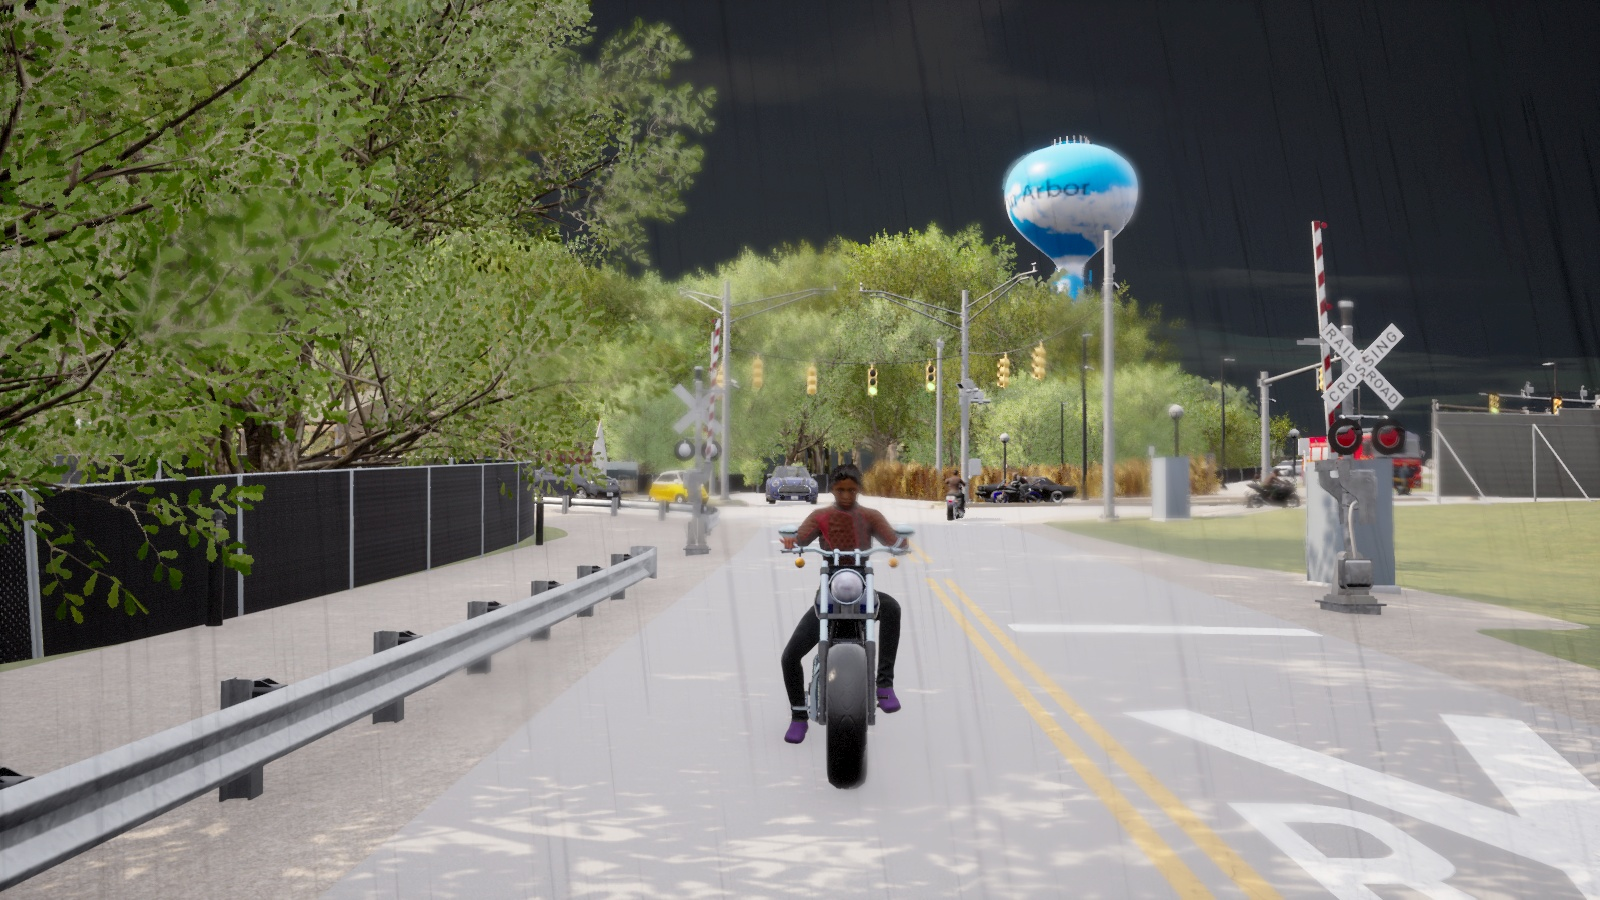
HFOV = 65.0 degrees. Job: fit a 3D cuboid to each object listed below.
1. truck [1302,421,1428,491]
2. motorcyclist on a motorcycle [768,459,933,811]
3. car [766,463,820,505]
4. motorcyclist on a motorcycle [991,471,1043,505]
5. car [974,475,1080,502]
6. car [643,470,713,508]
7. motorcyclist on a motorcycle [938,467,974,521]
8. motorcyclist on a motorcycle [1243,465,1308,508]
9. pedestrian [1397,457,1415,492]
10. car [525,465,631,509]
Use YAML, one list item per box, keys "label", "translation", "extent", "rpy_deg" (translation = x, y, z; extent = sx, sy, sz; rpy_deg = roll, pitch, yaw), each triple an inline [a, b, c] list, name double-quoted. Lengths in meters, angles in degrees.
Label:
- label: "truck"
  translation: [32.609, 0.409, 72.905]
  extent: [2.891, 3.827, 8.468]
  rpy_deg: [0, -1, -5]
- label: "motorcyclist on a motorcycle"
  translation: [0.270, 0.884, 7.085]
  extent: [0.766, 1.649, 2.350]
  rpy_deg: [0, -1, 2]
- label: "car"
  translation: [-0.368, 1.471, 55.251]
  extent: [2.097, 1.767, 4.553]
  rpy_deg: [0, -1, -4]
- label: "motorcyclist on a motorcycle"
  translation: [9.860, 1.730, 57.018]
  extent: [2.191, 1.530, 0.866]
  rpy_deg: [0, -1, -4]
- label: "car"
  translation: [10.911, 1.855, 60.601]
  extent: [4.718, 1.301, 1.895]
  rpy_deg: [0, -1, -4]
- label: "car"
  translation: [-4.652, 1.502, 47.848]
  extent: [2.207, 1.376, 1.481]
  rpy_deg: [-2, -3, 34]
- label: "motorcyclist on a motorcycle"
  translation: [5.009, 1.392, 40.257]
  extent: [0.766, 1.649, 2.350]
  rpy_deg: [1, -1, 16]
- label: "motorcyclist on a motorcycle"
  translation: [17.131, 1.310, 45.286]
  extent: [2.044, 1.523, 0.797]
  rpy_deg: [0, -1, -6]
- label: "pedestrian"
  translation: [32.285, 1.289, 66.918]
  extent: [0.726, 1.842, 0.402]
  rpy_deg: [0, -3, -8]
- label: "car"
  translation: [-7.948, 1.329, 44.832]
  extent: [3.633, 1.501, 1.845]
  rpy_deg: [-1, -3, 41]
